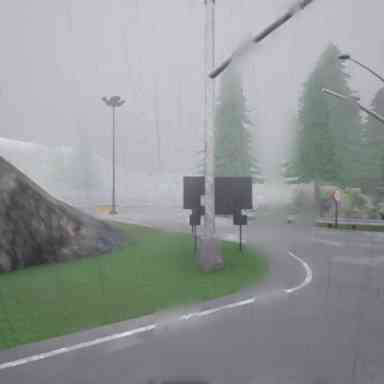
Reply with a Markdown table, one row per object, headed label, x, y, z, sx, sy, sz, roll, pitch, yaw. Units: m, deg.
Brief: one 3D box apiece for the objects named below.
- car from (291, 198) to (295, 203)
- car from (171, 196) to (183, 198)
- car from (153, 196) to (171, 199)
| label | x | y | z | sx | sy | sz | roll | pitch | yaw |
| --- | --- | --- | --- | --- | --- | --- | --- | --- | --- |
| car | 23.225 | 1.592 | 70.469 | 5.357 | 1.411 | 2.033 | 0 | 0 | -36 |
| car | -1.125 | 1.543 | 65.996 | 4.892 | 1.490 | 1.837 | 0 | 0 | -35 |
| car | -5.410 | 1.564 | 71.472 | 4.674 | 1.442 | 1.812 | 0 | 0 | -36 |
